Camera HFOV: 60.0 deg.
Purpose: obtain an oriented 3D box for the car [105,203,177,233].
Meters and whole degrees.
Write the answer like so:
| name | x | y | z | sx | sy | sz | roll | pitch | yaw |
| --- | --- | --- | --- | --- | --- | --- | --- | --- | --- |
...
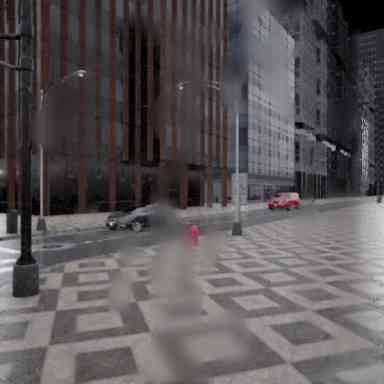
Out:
| name | x | y | z | sx | sy | sz | roll | pitch | yaw |
| --- | --- | --- | --- | --- | --- | --- | --- | --- | --- |
| car | -2.866 | 1.435 | 19.546 | 1.837 | 1.490 | 4.892 | 0 | 0 | 36 |

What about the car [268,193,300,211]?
| name | x | y | z | sx | sy | sz | roll | pitch | yaw |
| --- | --- | --- | --- | --- | --- | --- | --- | --- | --- |
| car | 10.749 | 1.095 | 38.501 | 2.150 | 2.045 | 5.566 | 0 | 0 | 36 |
